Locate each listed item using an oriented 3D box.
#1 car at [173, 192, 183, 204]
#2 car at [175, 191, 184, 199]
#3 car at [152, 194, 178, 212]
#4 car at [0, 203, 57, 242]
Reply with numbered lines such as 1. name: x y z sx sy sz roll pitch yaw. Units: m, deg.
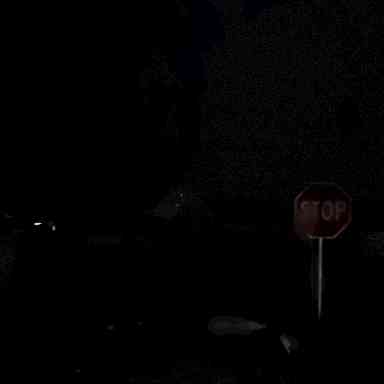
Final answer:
1. car: -2.782 1.053 49.509 1.895 1.301 4.718 0 1 0
2. car: -2.708 0.516 66.278 2.097 1.767 4.553 0 1 0
3. car: -2.816 1.202 33.680 1.994 1.385 4.181 0 1 0
4. car: -8.413 1.246 14.324 4.902 1.511 2.128 1 2 0
